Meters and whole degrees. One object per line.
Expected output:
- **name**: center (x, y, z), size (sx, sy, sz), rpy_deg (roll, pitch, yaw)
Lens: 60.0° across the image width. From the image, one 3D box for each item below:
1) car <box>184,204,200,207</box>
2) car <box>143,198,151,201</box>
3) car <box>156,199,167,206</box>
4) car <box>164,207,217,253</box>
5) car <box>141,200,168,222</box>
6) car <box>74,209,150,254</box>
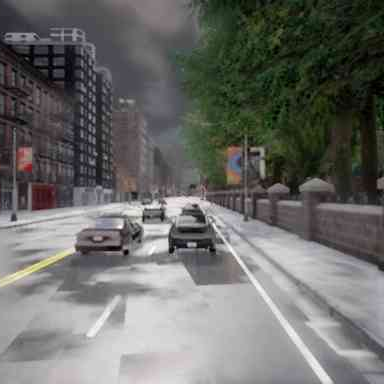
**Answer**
- **car**: center (0.012, 1.781, 29.303), size (1.837, 1.490, 4.892), rpy_deg (0, 0, 0)
- **car**: center (-9.732, 2.173, 71.781), size (1.837, 1.490, 4.892), rpy_deg (0, -1, 0)
- **car**: center (-6.483, 2.268, 71.749), size (1.895, 1.301, 4.718), rpy_deg (0, -1, 0)
- **car**: center (0.009, 1.642, 14.308), size (1.837, 1.490, 4.892), rpy_deg (0, 0, 0)
- **car**: center (-3.237, 1.766, 29.290), size (2.128, 1.511, 4.902), rpy_deg (0, 0, 0)
- **car**: center (-3.245, 1.678, 13.988), size (2.033, 1.411, 5.357), rpy_deg (0, -1, 0)
